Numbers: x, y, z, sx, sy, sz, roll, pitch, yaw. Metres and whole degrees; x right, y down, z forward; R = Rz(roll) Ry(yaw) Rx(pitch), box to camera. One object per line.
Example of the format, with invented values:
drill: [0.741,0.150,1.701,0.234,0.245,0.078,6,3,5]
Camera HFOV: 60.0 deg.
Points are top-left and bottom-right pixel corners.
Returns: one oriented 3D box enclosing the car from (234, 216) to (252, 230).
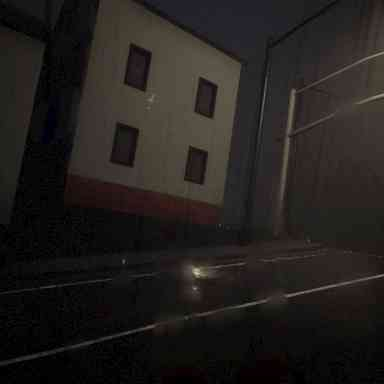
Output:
car: [5.083,3.946,39.837,2.150,2.045,5.566,12,-7,-35]

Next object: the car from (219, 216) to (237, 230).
car: [2.370,3.566,37.294,1.837,1.490,4.892,13,-7,-35]

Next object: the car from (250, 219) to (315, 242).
car: [8.037,3.578,29.278,2.033,1.411,5.357,12,-7,-35]
